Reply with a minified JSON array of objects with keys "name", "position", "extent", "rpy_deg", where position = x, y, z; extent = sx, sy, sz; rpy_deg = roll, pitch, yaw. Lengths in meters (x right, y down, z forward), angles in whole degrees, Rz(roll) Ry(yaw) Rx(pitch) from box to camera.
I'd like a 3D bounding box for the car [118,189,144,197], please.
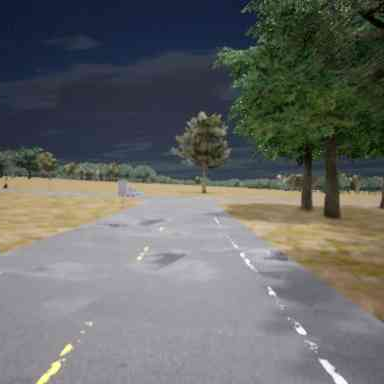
[{"name":"car","position":[-10.926,0.130,59.511],"extent":[4.674,1.442,1.812],"rpy_deg":[3,1,1]}]
